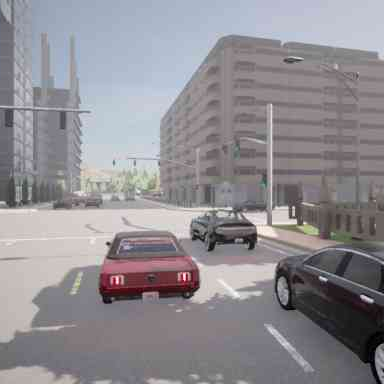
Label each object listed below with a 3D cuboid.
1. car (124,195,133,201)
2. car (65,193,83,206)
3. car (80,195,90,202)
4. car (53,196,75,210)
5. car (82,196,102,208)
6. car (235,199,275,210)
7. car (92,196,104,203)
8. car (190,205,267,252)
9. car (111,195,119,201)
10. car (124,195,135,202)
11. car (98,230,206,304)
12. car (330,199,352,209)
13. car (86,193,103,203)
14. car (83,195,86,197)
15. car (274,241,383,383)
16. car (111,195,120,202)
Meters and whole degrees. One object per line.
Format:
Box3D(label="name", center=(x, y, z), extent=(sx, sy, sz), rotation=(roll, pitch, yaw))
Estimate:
Box3D(label="car", center=(-17.135, 1.535, 89.204), extent=(2.033, 1.411, 5.357), rotation=(0, 0, -14))
Box3D(label="car", center=(-19.287, 1.221, 53.273), extent=(2.150, 2.045, 5.566), rotation=(0, 0, -13))
Box3D(label="car", center=(-25.620, 1.504, 79.663), extent=(2.033, 1.411, 5.357), rotation=(0, 0, -14))
Box3D(label="car", center=(-16.986, 1.601, 43.775), extent=(1.895, 1.301, 4.718), rotation=(0, 0, -14))
Box3D(label="car", center=(-14.703, 1.601, 49.235), extent=(1.895, 1.301, 4.718), rotation=(0, 0, -13))
Box3D(label="car", center=(6.987, 1.560, 37.768), extent=(4.892, 1.490, 1.837), rotation=(0, 0, -14))
Box3D(label="car", center=(-19.344, 1.525, 68.672), extent=(2.128, 1.511, 4.902), rotation=(0, 0, -14))
Box3D(label="car", center=(1.155, 1.492, 14.081), extent=(2.128, 1.511, 4.902), rotation=(0, 0, -12))
Box3D(label="car", center=(-20.536, 1.548, 88.376), extent=(1.994, 1.385, 4.181), rotation=(0, 0, -14))
Box3D(label="car", center=(-14.764, 1.591, 79.457), extent=(1.895, 1.301, 4.718), rotation=(0, 0, -14))
Box3D(label="car", center=(-1.173, 1.601, 8.230), extent=(1.895, 1.301, 4.718), rotation=(0, 0, -11))
Box3D(label="car", center=(17.182, 1.602, 40.313), extent=(5.357, 1.411, 2.033), rotation=(0, 0, -15))
Box3D(label="car", center=(-16.993, 1.221, 58.722), extent=(2.150, 2.045, 5.566), rotation=(0, 0, -13))
Box3D(label="car", center=(-22.239, 1.478, 65.764), extent=(1.882, 1.535, 5.008), rotation=(0, 0, -14))
Box3D(label="car", center=(2.821, 1.505, 5.011), extent=(1.837, 1.490, 4.892), rotation=(0, 0, -7))
Box3D(label="car", center=(-18.155, 1.548, 78.589), extent=(1.994, 1.385, 4.181), rotation=(0, 0, -14))
